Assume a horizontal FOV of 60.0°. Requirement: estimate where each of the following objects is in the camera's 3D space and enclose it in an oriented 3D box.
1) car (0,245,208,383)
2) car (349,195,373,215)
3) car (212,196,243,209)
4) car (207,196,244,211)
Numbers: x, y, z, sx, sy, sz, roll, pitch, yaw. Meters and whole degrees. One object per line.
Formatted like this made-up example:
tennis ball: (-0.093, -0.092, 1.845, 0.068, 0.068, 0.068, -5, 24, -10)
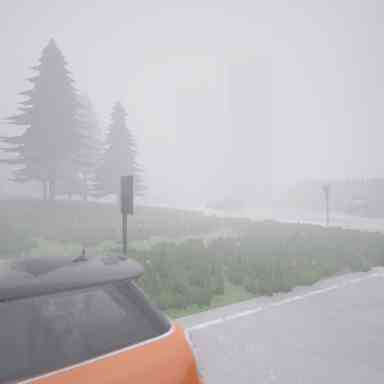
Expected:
car: (-2.107, 1.352, 2.107, 4.553, 1.767, 2.097, 0, 0, -35)
car: (16.415, 1.212, 32.420, 1.905, 1.878, 3.866, 0, 0, 24)
car: (4.835, 1.338, 44.880, 3.988, 1.617, 1.851, 0, 0, -36)
car: (3.554, 1.346, 36.348, 2.128, 1.511, 4.902, 0, 0, -35)
